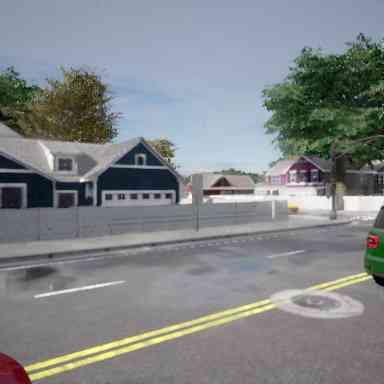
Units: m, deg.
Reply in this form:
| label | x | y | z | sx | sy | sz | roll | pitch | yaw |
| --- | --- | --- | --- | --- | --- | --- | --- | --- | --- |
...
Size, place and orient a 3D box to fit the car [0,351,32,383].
| label | x | y | z | sx | sy | sz | roll | pitch | yaw |
| --- | --- | --- | --- | --- | --- | --- | --- | --- | --- |
| car | -3.248 | 1.478 | 1.125 | 5.008 | 1.535 | 1.882 | 0 | 0 | -36 |

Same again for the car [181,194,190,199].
| label | x | y | z | sx | sy | sz | roll | pitch | yaw |
| --- | --- | --- | --- | --- | --- | --- | --- | --- | --- |
| car | -1.764 | 1.398 | 51.865 | 2.150 | 2.045 | 5.566 | -1 | 0 | -29 |

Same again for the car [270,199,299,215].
| label | x | y | z | sx | sy | sz | roll | pitch | yaw |
| --- | --- | --- | --- | --- | --- | --- | --- | --- | --- |
| car | 8.759 | 1.526 | 34.466 | 1.882 | 1.535 | 5.008 | -1 | 0 | -33 |

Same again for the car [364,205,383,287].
| label | x | y | z | sx | sy | sz | roll | pitch | yaw |
| --- | --- | --- | --- | --- | --- | --- | --- | --- | --- |
| car | 6.365 | 1.201 | 7.991 | 5.566 | 2.045 | 2.150 | -1 | 0 | -35 |

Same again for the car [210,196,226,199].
| label | x | y | z | sx | sy | sz | roll | pitch | yaw |
| --- | --- | --- | --- | --- | --- | --- | --- | --- | --- |
| car | 3.582 | 1.463 | 42.617 | 2.097 | 1.767 | 4.553 | -1 | 0 | -31 |
